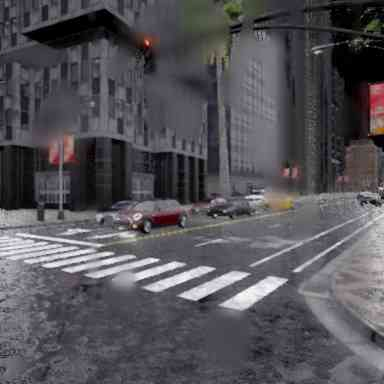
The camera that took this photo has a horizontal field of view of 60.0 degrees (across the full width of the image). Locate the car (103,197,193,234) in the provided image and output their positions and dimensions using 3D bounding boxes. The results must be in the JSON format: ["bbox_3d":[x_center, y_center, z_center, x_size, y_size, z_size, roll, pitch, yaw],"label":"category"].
[{"bbox_3d":[-2.241,1.180,18.240,2.097,1.767,4.553,0,1,35],"label":"car"}]

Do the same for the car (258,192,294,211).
[{"bbox_3d":[8.893,1.067,34.045,1.882,1.535,5.008,0,1,35],"label":"car"}]

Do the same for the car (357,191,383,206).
[{"bbox_3d":[22.203,0.921,41.327,1.837,1.490,4.892,0,1,35],"label":"car"}]

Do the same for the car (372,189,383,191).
[{"bbox_3d":[28.039,0.526,49.628,2.150,2.045,5.566,0,1,36],"label":"car"}]

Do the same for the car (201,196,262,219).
[{"bbox_3d":[3.212,1.256,25.988,2.033,1.411,5.357,0,1,35],"label":"car"}]

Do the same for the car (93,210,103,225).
[{"bbox_3d":[-4.016,1.309,21.347,2.128,1.511,4.902,0,1,36],"label":"car"}]

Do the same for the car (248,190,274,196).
[{"bbox_3d":[7.866,0.785,38.220,2.150,2.045,5.566,0,1,35],"label":"car"}]

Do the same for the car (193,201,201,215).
[{"bbox_3d":[1.766,1.217,29.567,1.812,1.442,4.674,0,1,35],"label":"car"}]
